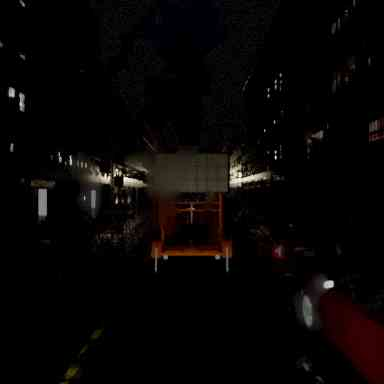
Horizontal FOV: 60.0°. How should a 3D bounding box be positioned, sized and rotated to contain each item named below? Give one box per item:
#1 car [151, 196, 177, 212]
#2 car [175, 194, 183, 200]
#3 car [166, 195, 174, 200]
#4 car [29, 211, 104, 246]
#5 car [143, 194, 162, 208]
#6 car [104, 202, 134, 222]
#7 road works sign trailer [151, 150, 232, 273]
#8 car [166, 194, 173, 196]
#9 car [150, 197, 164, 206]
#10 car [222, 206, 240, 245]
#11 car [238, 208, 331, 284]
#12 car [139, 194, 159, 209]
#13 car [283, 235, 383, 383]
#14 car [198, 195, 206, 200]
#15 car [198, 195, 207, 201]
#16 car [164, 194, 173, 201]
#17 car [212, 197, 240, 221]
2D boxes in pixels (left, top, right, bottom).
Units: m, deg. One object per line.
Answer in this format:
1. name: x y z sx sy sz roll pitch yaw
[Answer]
1. car: -3.142 1.514 38.165 2.033 1.411 5.357 0 0 0
2. car: -3.088 1.083 78.385 1.882 1.535 5.008 0 0 0
3. car: -5.788 1.453 88.443 1.887 1.381 4.507 0 0 0
4. car: -5.705 1.554 15.169 1.947 1.339 4.313 0 0 0
5. car: -5.743 1.270 48.988 2.192 1.841 5.009 0 0 0
6. car: -5.718 1.504 26.272 1.752 1.417 4.829 0 0 0
7. road works sign trailer: -0.011 0.456 10.668 2.380 3.560 2.880 0 0 0
8. car: -5.775 1.237 77.170 2.192 1.841 5.009 0 0 0
9. car: -5.751 1.531 54.625 1.802 1.307 4.206 0 0 0
10. car: 2.676 1.539 15.175 2.008 1.369 4.403 0 0 0
11. car: 2.682 1.433 9.539 1.967 1.590 4.097 0 0 0
12. car: -5.737 1.401 43.352 1.967 1.590 4.097 0 0 0
13. car: 2.689 1.542 3.903 1.887 1.381 4.507 0 0 0
14. car: 2.592 1.453 88.448 1.887 1.381 4.507 0 0 0
15. car: 2.604 1.448 77.346 1.752 1.417 4.829 0 0 0
16. car: -5.782 1.356 82.806 1.967 1.590 4.097 0 0 0
17. car: 2.664 1.293 26.448 2.192 1.841 5.009 0 0 0
